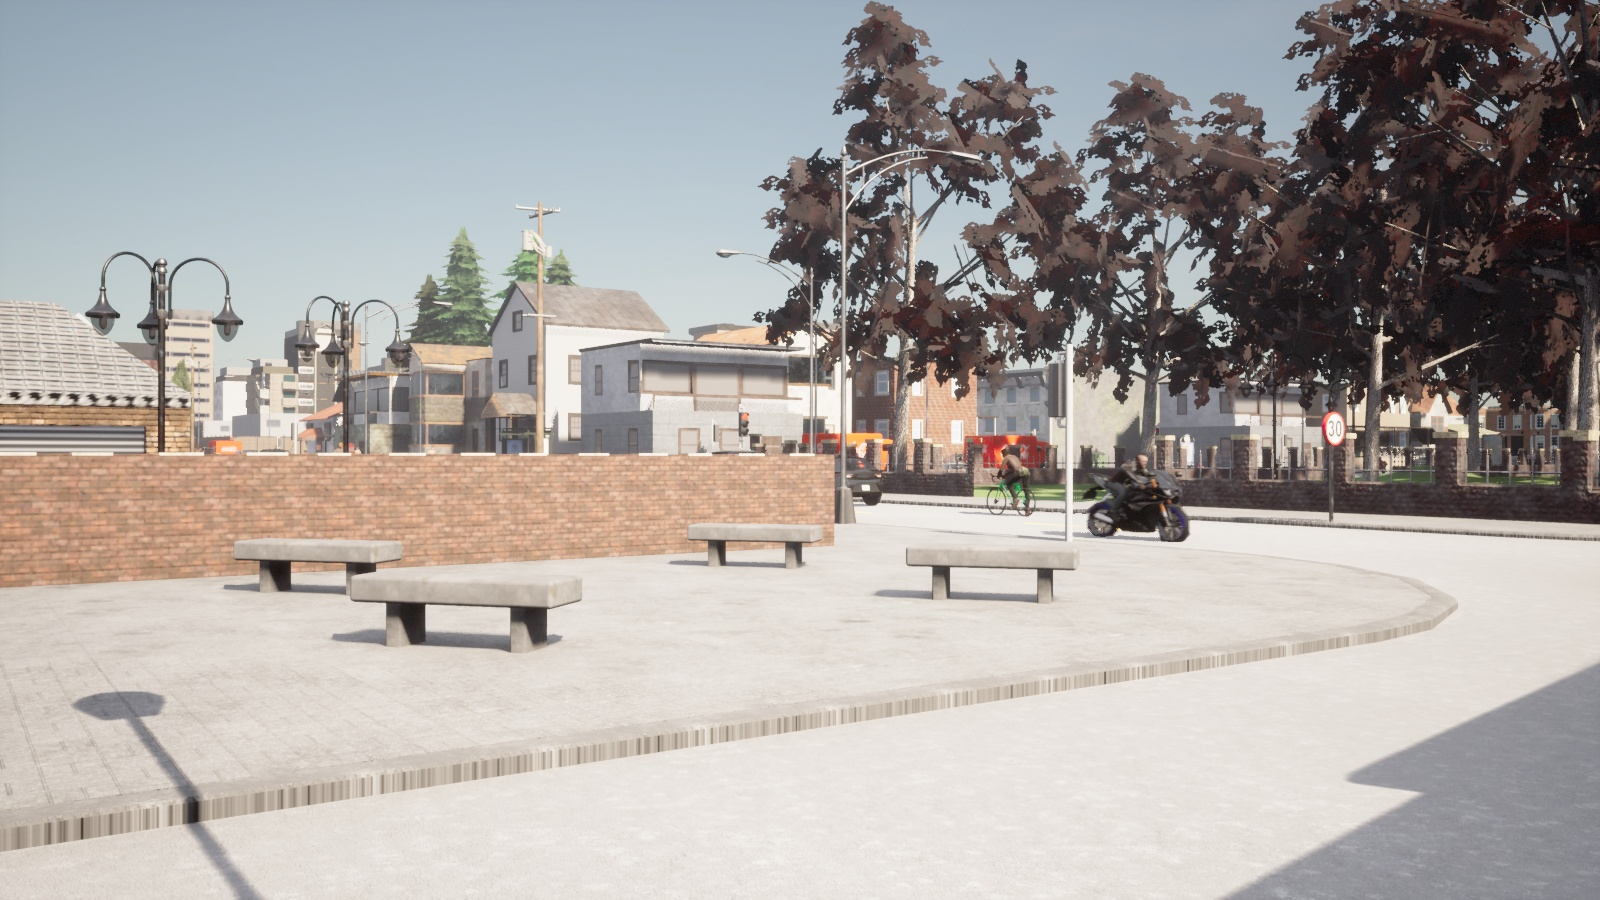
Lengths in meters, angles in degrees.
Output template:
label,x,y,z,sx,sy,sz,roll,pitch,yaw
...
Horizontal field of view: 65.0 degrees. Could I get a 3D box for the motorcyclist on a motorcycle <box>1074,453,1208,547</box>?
label,x,y,z,sx,sy,sz,roll,pitch,yaw
motorcyclist on a motorcycle,5.863,0.820,21.726,0.866,1.530,2.191,0,0,-34

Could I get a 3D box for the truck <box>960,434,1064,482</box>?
label,x,y,z,sx,sy,sz,roll,pitch,yaw
truck,11.362,0.398,67.218,5.204,2.467,2.627,0,0,-38

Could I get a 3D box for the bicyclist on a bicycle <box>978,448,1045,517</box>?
label,x,y,z,sx,sy,sz,roll,pitch,yaw
bicyclist on a bicycle,5.038,0.760,30.000,0.582,1.620,1.656,0,0,-35

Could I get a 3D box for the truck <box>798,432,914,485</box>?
label,x,y,z,sx,sy,sz,roll,pitch,yaw
truck,2.738,0.402,61.153,5.204,2.467,2.627,0,0,-39

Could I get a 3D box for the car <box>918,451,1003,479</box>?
label,x,y,z,sx,sy,sz,roll,pitch,yaw
car,9.035,0.845,70.532,4.514,1.525,2.007,0,0,-33

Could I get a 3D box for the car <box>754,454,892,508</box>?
label,x,y,z,sx,sy,sz,roll,pitch,yaw
car,0.603,0.846,36.427,1.816,1.474,4.193,0,0,-36

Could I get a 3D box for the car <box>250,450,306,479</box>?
label,x,y,z,sx,sy,sz,roll,pitch,yaw
car,-31.357,0.840,75.362,2.242,1.667,4.611,0,0,-35

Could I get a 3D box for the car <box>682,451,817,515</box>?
label,x,y,z,sx,sy,sz,roll,pitch,yaw
car,-1.362,0.806,32.190,1.789,1.549,3.705,0,0,-34
